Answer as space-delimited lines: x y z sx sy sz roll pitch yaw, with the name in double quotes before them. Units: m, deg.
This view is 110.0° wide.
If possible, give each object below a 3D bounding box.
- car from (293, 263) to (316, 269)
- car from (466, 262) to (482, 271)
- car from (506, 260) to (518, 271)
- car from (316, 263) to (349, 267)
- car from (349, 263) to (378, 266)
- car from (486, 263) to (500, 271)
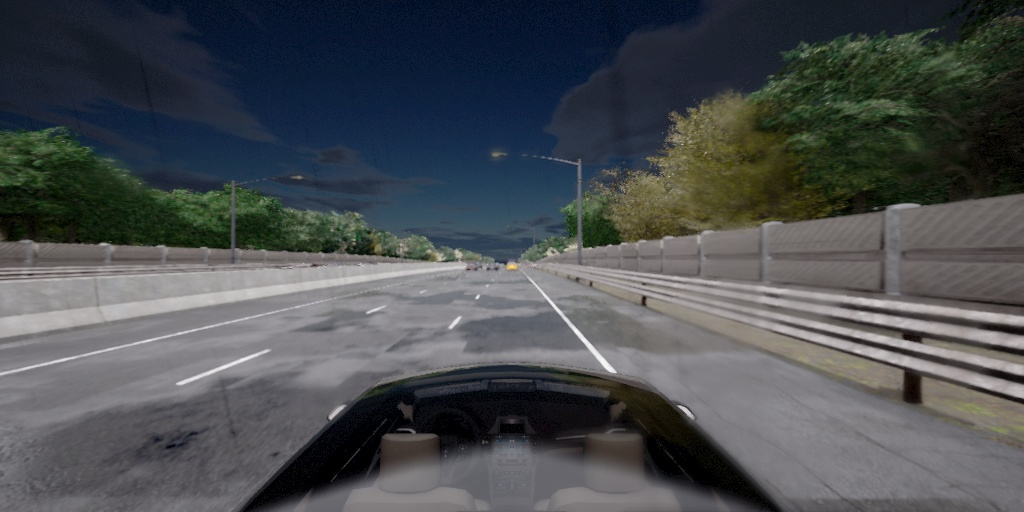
"car" -24.557 1.582 43.216 1.812 1.442 4.674 0 -1 0
"car" -7.001 1.931 63.176 2.033 1.411 5.357 0 -1 0
"car" -0.001 1.862 63.177 1.882 1.535 5.008 0 -1 0
"car" -21.058 1.552 43.575 2.128 1.511 4.902 0 -1 1
"car" -17.561 1.566 43.642 1.837 1.490 4.892 0 -1 0
"car" -3.502 1.954 63.559 1.994 1.385 4.181 0 -1 0
